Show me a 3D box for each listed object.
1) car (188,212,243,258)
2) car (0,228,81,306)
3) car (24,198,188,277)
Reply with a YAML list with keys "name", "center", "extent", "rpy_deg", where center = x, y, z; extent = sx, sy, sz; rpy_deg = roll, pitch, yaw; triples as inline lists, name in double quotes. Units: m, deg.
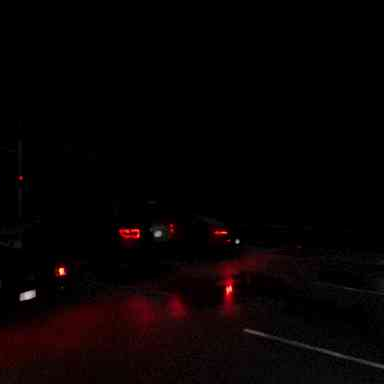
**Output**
- name: "car"
  center: [-0.309, 1.513, 12.761]
  extent: [4.674, 1.442, 1.812]
  rpy_deg: [0, 0, 36]
- name: "car"
  center: [-4.773, 1.587, 7.352]
  extent: [4.718, 1.301, 1.895]
  rpy_deg: [0, 0, 36]
- name: "car"
  center: [-3.074, 1.207, 10.444]
  extent: [5.566, 2.045, 2.150]
  rpy_deg: [0, 0, 36]
